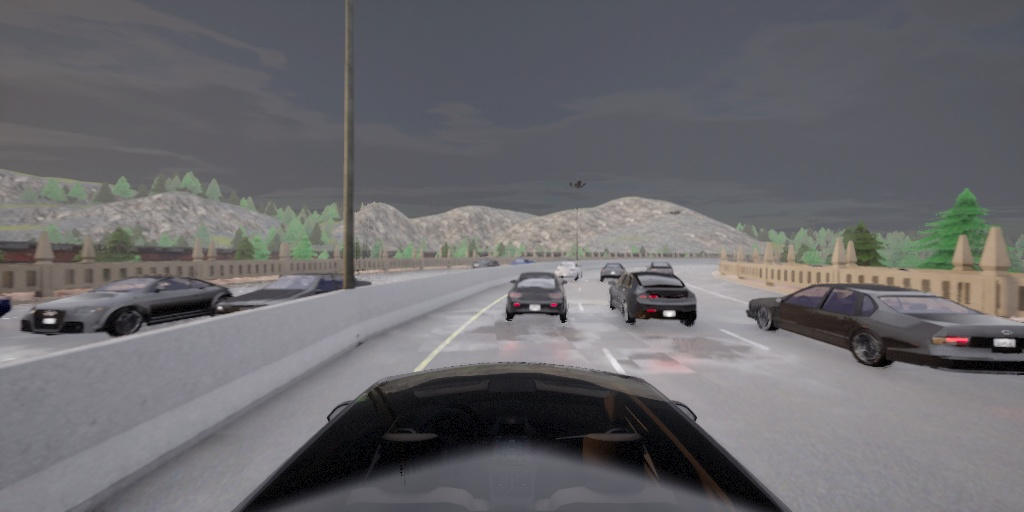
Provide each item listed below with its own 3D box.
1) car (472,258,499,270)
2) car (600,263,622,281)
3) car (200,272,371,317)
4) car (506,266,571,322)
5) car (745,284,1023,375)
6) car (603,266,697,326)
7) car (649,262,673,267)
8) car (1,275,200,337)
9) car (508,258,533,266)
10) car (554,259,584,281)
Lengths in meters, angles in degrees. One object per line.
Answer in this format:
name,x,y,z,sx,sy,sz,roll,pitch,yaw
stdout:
car,-3.461,1.063,47.213,2.128,1.511,4.902,0,0,25
car,8.295,1.251,29.192,1.994,1.385,4.181,0,0,18
car,-6.445,1.235,11.532,2.033,1.411,5.357,0,0,6
car,0.897,1.242,12.156,1.812,1.442,4.674,0,0,7
car,7.412,1.308,7.750,2.033,1.411,5.357,0,0,5
car,4.362,1.238,11.715,1.837,1.490,4.892,0,0,6
car,11.789,1.195,28.637,2.128,1.511,4.902,0,0,18
car,-10.055,1.242,9.912,1.994,1.385,4.181,0,0,5
car,1.214,1.063,48.770,1.882,1.535,5.008,0,0,28
car,4.679,1.196,29.447,1.812,1.442,4.674,0,0,17
